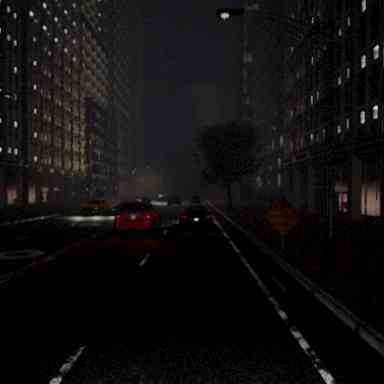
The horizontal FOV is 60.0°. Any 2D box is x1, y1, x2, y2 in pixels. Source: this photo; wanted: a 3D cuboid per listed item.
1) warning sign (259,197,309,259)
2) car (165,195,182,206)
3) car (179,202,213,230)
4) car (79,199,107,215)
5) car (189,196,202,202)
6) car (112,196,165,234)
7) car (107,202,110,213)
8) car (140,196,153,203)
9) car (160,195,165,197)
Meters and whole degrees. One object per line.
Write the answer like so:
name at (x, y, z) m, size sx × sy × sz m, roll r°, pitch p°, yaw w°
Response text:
warning sign at (2.943, 1.107, 10.786) m, size 1.300 × 1.860 × 1.060 m, roll 1°, pitch 1°, yaw 0°
car at (-2.712, 1.265, 52.244) m, size 2.097 × 1.767 × 4.553 m, roll 0°, pitch 0°, yaw -1°
car at (0.260, 1.532, 20.827) m, size 1.994 × 1.385 × 4.181 m, roll 0°, pitch 0°, yaw 0°
car at (-9.501, 1.403, 32.663) m, size 1.882 × 1.535 × 5.008 m, roll 0°, pitch 0°, yaw 1°
car at (0.566, 1.417, 57.823) m, size 1.837 × 1.490 × 4.892 m, roll 0°, pitch -1°, yaw 0°
car at (-3.004, 1.316, 19.208) m, size 2.097 × 1.767 × 4.553 m, roll 0°, pitch 0°, yaw 0°
car at (-6.258, 1.482, 32.222) m, size 2.033 × 1.411 × 5.357 m, roll 0°, pitch 0°, yaw 1°
car at (-9.210, 1.505, 67.135) m, size 1.895 × 1.301 × 4.718 m, roll 0°, pitch 0°, yaw 1°
car at (-5.960, 1.427, 67.135) m, size 2.128 × 1.511 × 4.902 m, roll 0°, pitch 0°, yaw 1°
